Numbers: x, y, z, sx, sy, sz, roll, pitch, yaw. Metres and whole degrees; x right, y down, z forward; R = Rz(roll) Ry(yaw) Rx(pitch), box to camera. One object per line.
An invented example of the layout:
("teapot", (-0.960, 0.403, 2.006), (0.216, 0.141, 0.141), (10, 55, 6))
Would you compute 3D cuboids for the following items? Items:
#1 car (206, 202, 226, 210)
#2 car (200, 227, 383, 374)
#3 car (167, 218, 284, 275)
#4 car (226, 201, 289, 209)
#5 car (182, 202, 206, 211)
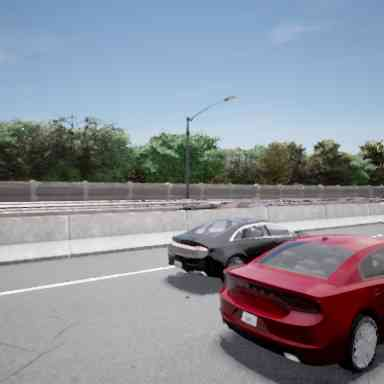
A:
("car", (3.822, 1.479, 27.980), (4.674, 1.442, 1.812), (0, 0, -34))
("car", (2.754, 1.461, 5.673), (5.008, 1.535, 1.882), (0, 0, -35))
("car", (1.655, 1.470, 9.180), (4.902, 1.511, 2.128), (0, 0, -35))
("car", (5.295, 1.449, 24.743), (4.902, 1.511, 2.128), (0, 0, -34))
("car", (1.405, 1.551, 30.570), (4.718, 1.301, 1.895), (0, 0, -34))
